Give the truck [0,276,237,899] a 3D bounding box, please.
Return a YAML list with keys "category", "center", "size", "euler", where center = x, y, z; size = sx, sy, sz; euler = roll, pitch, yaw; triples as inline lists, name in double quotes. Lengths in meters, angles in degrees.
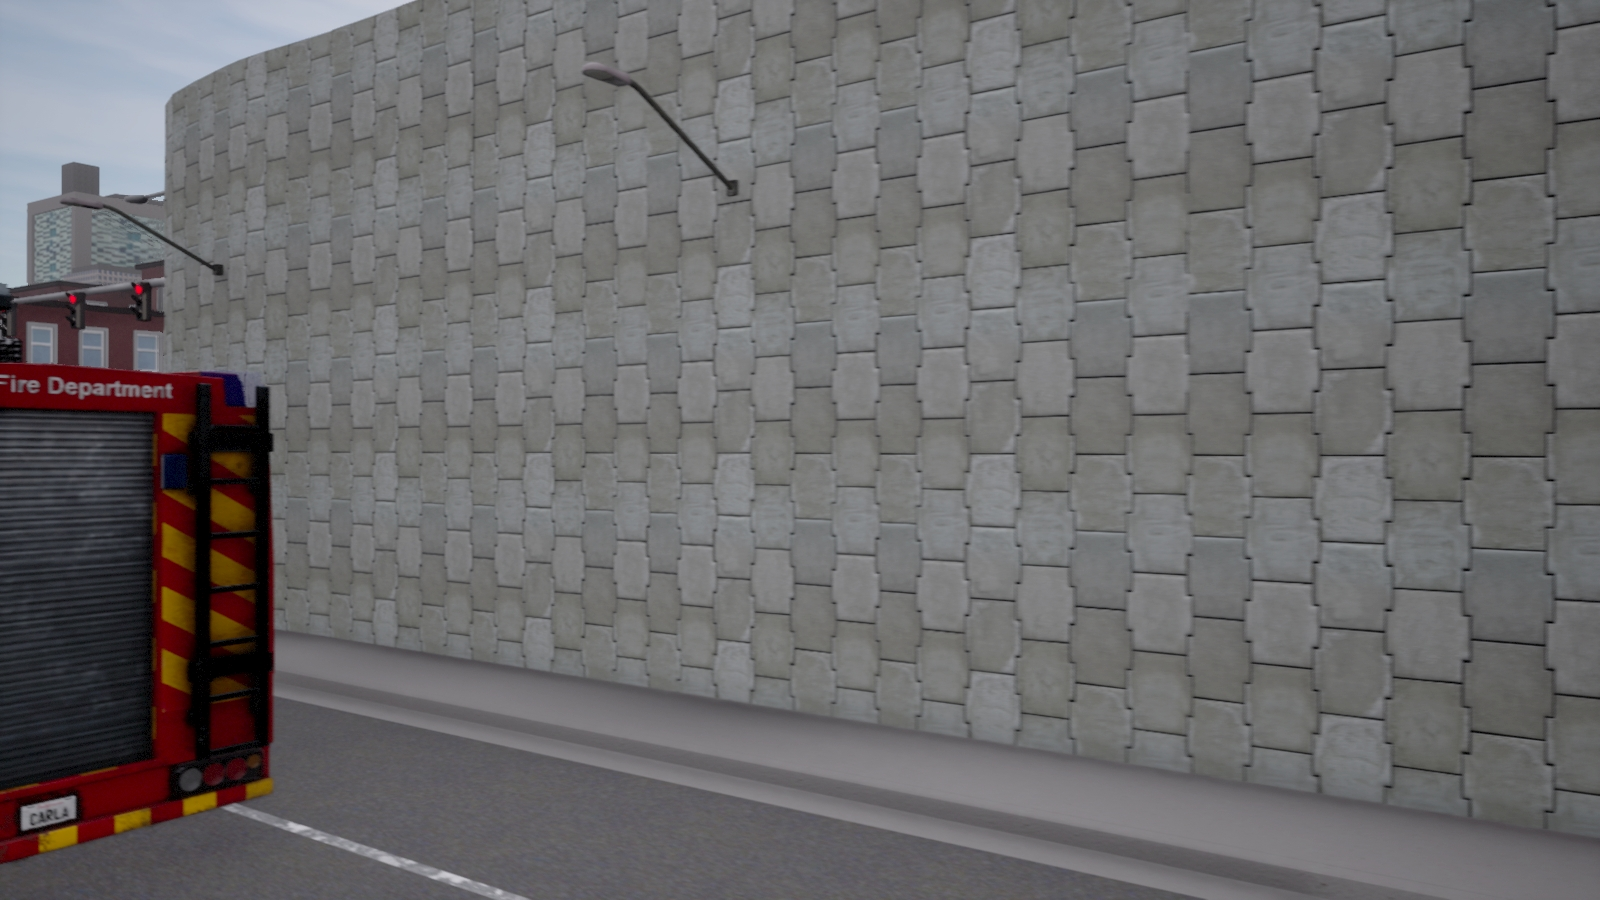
- category: "truck"
  center: [-8.209, 0.885, 9.108]
  size: [8.468, 3.827, 2.891]
  euler: [0, 0, 34]
